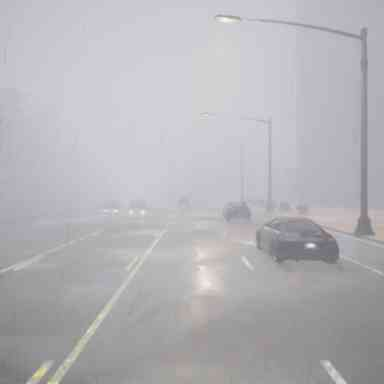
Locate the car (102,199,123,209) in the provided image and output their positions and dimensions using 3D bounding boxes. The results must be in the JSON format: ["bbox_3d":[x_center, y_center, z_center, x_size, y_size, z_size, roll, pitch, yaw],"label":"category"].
[{"bbox_3d":[-10.585,1.610,44.602,1.994,1.385,4.181,0,0,0],"label":"car"}]

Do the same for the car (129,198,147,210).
[{"bbox_3d":[-7.084,1.572,44.206,1.812,1.442,4.674,0,0,0],"label":"car"}]

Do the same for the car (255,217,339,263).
[{"bbox_3d":[3.566,1.576,11.961,1.994,1.385,4.181,0,0,0],"label":"car"}]

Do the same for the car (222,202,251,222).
[{"bbox_3d":[3.561,1.521,26.933,2.128,1.511,4.902,0,0,0],"label":"car"}]

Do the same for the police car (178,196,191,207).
[{"bbox_3d":[-1.240,1.481,52.907,1.930,1.638,5.238,0,0,0],"label":"police car"}]
